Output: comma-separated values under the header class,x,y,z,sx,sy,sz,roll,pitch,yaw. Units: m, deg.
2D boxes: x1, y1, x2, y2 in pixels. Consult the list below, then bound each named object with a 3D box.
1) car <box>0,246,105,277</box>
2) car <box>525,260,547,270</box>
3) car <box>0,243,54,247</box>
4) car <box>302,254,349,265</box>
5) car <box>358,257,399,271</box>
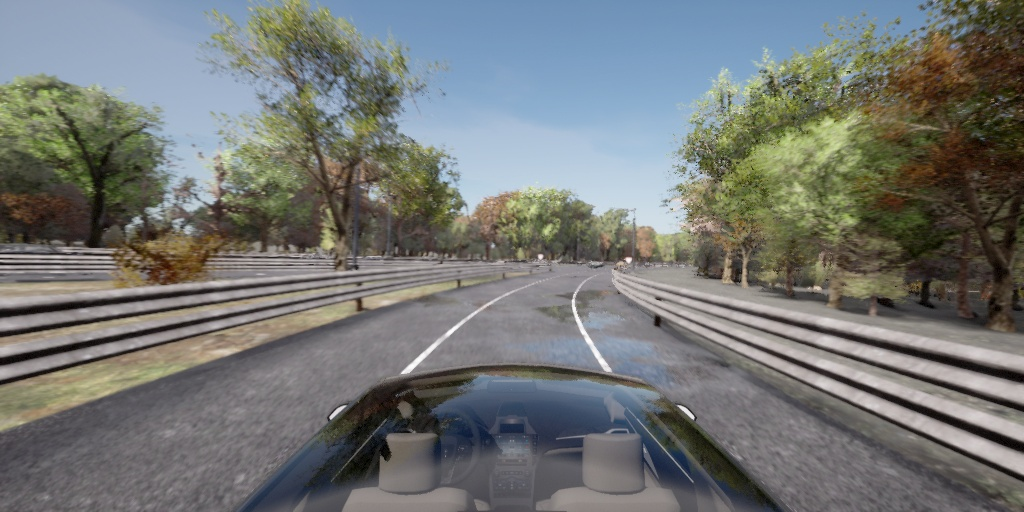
class,x,y,z,sx,sy,sz,roll,pitch,yaw
car,-26.760,0.368,20.492,1.812,1.442,4.674,2,0,38
car,3.109,1.536,59.413,2.033,1.411,5.357,2,0,38
car,-29.565,0.070,22.576,2.097,1.767,4.553,2,0,38
car,-20.702,0.549,39.877,2.128,1.511,4.902,2,0,38
car,-13.936,0.868,37.205,1.812,1.442,4.674,2,0,38
